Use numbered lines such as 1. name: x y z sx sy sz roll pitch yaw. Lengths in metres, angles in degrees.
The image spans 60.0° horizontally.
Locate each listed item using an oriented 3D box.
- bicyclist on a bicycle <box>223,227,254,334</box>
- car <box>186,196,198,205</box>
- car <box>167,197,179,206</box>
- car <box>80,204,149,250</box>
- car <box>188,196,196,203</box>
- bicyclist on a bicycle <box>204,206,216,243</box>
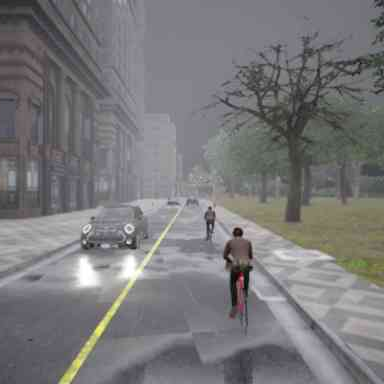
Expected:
1. bicyclist on a bicycle: 0.823 1.452 5.809 0.582 1.620 1.656 0 0 0
2. car: 0.067 1.408 59.773 2.097 1.767 4.553 0 0 0
3. car: -3.104 1.523 54.844 1.882 1.535 5.008 0 0 0
4. car: -3.106 1.352 14.191 2.097 1.767 4.553 0 0 0
5. car: -0.037 1.633 76.390 1.812 1.442 4.674 0 0 0
6. bicyclist on a bicycle: 0.818 1.453 14.807 0.582 1.620 1.656 0 0 0
